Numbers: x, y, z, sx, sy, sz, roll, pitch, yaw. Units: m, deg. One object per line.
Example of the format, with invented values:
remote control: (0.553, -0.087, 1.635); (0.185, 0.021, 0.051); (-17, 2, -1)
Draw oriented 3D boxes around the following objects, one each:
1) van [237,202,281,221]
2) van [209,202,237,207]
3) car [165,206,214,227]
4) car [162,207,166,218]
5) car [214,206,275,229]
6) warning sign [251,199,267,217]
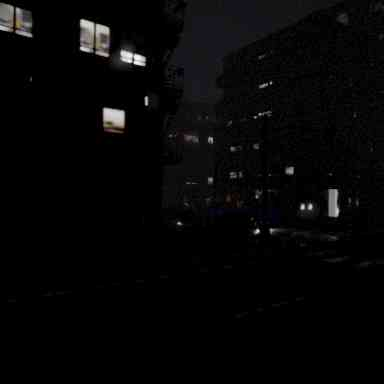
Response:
van: (6.644, 1.907, 32.230); (1.690, 1.788, 3.998); (0, -1, -36)
van: (3.328, 1.980, 36.745); (1.690, 1.788, 3.998); (0, -1, -36)
car: (-0.097, 2.073, 27.310); (1.802, 1.307, 4.206); (0, -1, -36)
car: (-1.888, 2.162, 34.083); (1.994, 1.385, 4.181); (1, -1, -37)
car: (4.003, 2.034, 26.058); (1.994, 1.385, 4.181); (1, -1, -36)
warning sign: (7.137, 1.735, 35.620); (1.300, 1.860, 1.060); (2, -1, -36)
